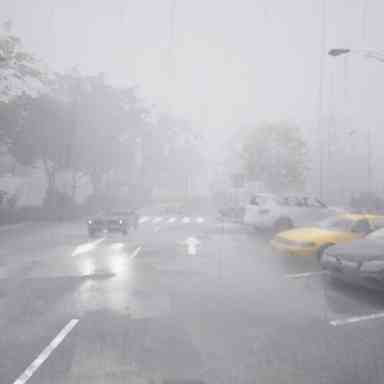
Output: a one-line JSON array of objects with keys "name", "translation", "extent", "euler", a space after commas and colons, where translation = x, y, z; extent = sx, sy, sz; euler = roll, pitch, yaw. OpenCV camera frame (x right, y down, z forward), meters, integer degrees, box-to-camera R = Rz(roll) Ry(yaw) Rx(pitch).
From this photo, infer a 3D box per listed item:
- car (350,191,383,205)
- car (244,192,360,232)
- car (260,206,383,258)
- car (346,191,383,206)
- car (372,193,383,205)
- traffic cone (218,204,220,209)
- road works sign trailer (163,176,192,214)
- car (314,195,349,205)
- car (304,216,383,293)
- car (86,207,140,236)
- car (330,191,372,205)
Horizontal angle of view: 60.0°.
[{"name": "car", "translation": [27.008, 0.907, 50.306], "extent": [2.435, 2.045, 5.566], "euler": [0, -1, -22]}, {"name": "car", "translation": [5.379, 1.116, 17.123], "extent": [5.566, 2.045, 2.435], "euler": [1, 0, -20]}, {"name": "car", "translation": [5.194, 1.403, 11.031], "extent": [5.366, 1.575, 1.946], "euler": [1, 1, -20]}, {"name": "car", "translation": [18.336, 1.016, 33.122], "extent": [2.435, 2.045, 5.566], "euler": [0, 1, -21]}, {"name": "car", "translation": [30.004, 1.034, 50.437], "extent": [2.185, 1.767, 4.553], "euler": [0, -1, -22]}, {"name": "traffic cone", "translation": [3.111, 1.692, 38.684], "extent": [0.340, 0.580, 0.340], "euler": [0, 0, -41]}, {"name": "road works sign trailer", "translation": [-1.062, 0.240, 32.816], "extent": [2.880, 3.560, 2.380], "euler": [0, 1, -41]}, {"name": "car", "translation": [20.925, 1.186, 50.185], "extent": [2.163, 1.488, 4.792], "euler": [0, 0, -21]}, {"name": "car", "translation": [5.378, 1.469, 8.090], "extent": [4.674, 1.452, 2.002], "euler": [1, 1, -20]}, {"name": "car", "translation": [-4.048, 1.479, 17.735], "extent": [1.895, 1.301, 4.718], "euler": [0, 0, 0]}, {"name": "car", "translation": [23.948, 0.906, 50.267], "extent": [2.435, 2.045, 5.566], "euler": [0, 0, -21]}]
